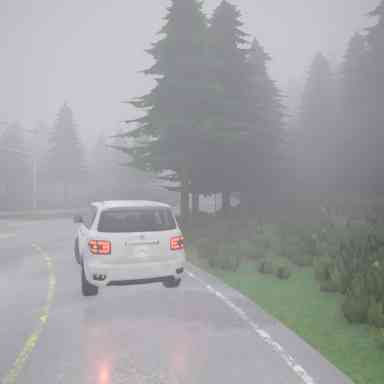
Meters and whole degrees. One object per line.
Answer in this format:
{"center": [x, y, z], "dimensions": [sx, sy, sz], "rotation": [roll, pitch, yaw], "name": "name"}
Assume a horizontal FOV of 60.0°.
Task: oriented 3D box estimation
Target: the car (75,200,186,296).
{"center": [-1.901, 1.221, 8.996], "dimensions": [2.150, 2.045, 5.566], "rotation": [0, 0, -20], "name": "car"}
